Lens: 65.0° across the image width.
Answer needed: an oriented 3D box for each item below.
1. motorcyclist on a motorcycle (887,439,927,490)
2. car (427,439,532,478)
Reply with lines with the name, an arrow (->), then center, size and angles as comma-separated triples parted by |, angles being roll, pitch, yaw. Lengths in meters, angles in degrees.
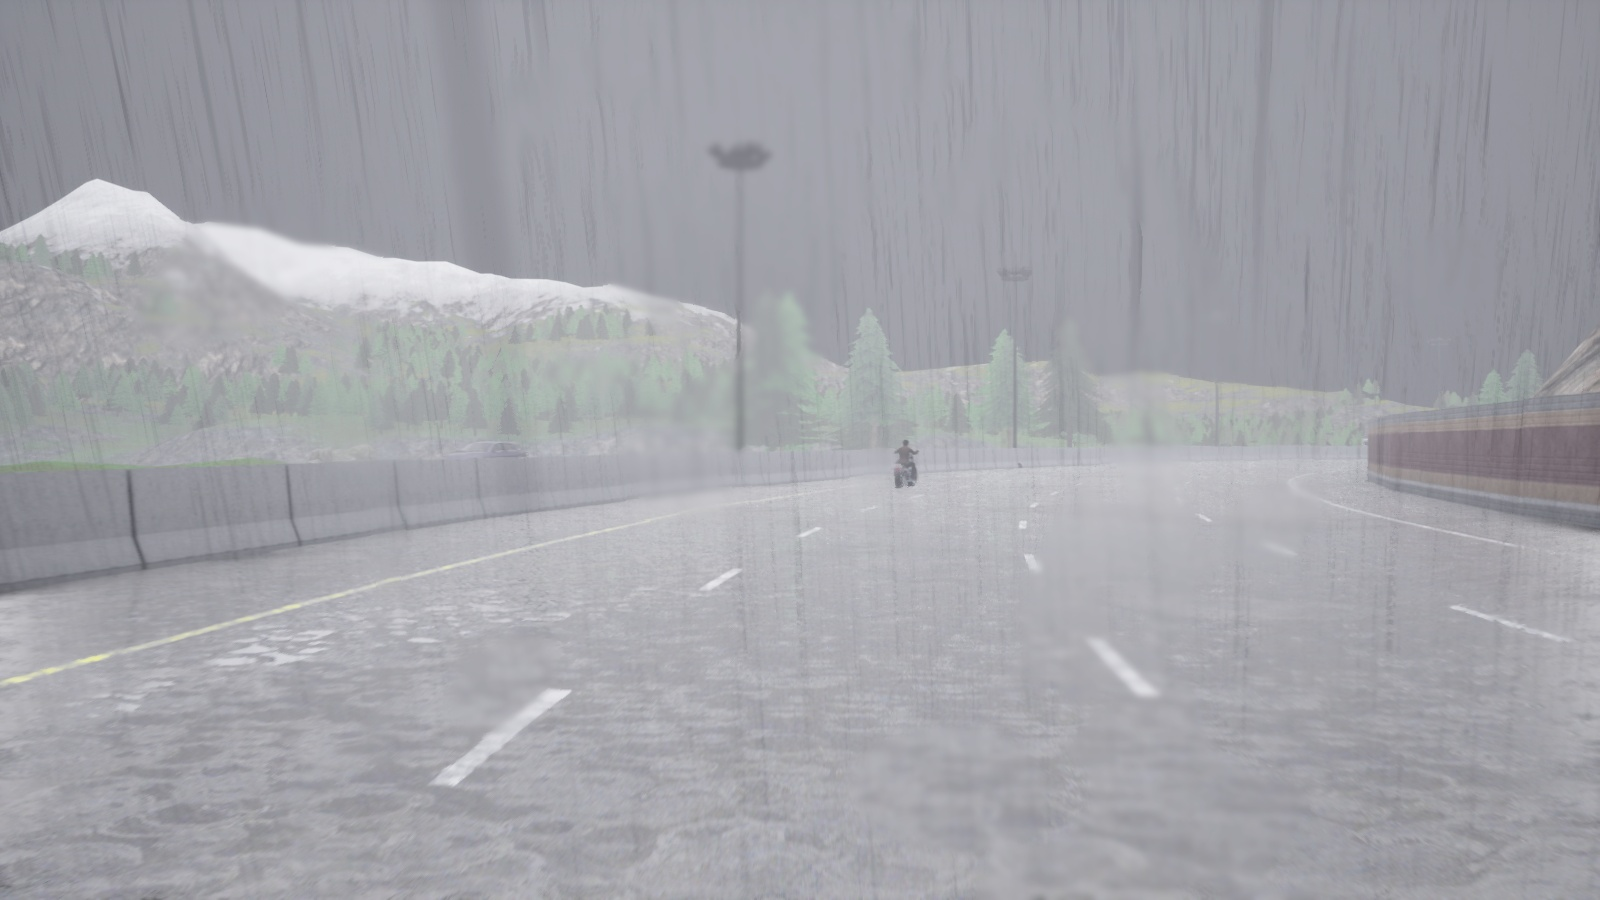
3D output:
motorcyclist on a motorcycle -> 3.620, 0.462, 42.278 | 0.766, 1.649, 2.350 | 1, 0, 18
car -> -14.027, 0.348, 55.254 | 2.033, 1.649, 4.856 | 0, 0, 21
